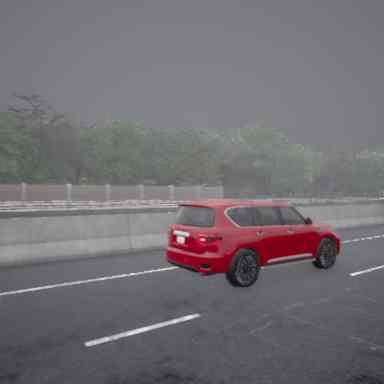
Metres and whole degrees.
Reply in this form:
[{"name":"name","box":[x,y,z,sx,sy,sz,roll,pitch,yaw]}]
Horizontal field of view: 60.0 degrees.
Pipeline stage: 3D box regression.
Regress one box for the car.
[{"name":"car","box":[1.914,1.249,9.531,5.566,2.045,2.150,0,0,-35]}]
